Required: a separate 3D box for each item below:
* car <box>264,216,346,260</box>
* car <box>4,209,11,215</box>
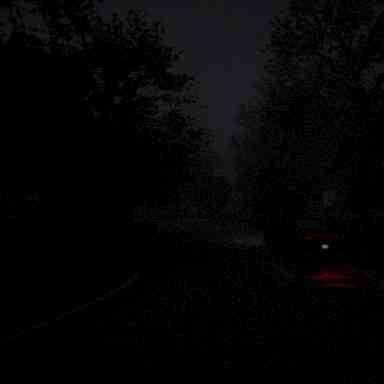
[{"bbox_3d":[4.381,1.740,13.685,1.882,1.535,5.008,1,-1,-3],"label":"car"},{"bbox_3d":[-23.466,2.014,38.298,5.008,1.535,1.882,1,-2,3],"label":"car"}]
